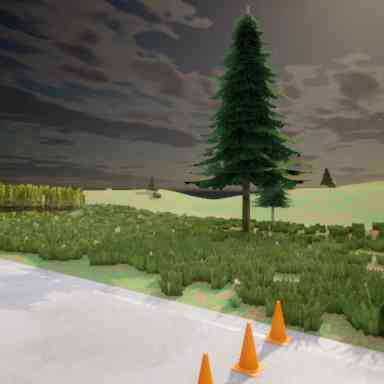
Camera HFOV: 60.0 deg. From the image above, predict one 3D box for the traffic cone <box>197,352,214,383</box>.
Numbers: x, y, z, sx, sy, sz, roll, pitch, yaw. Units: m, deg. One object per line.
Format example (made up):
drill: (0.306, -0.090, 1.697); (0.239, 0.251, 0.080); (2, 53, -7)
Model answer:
traffic cone: (0.140, 1.955, 3.434); (0.340, 0.580, 0.340); (0, 0, 36)

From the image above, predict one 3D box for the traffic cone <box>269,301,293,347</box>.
traffic cone: (1.310, 1.955, 5.057); (0.340, 0.580, 0.340); (0, 0, 36)

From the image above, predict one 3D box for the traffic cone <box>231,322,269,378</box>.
traffic cone: (0.725, 1.955, 4.246); (0.340, 0.580, 0.340); (0, 0, 36)
